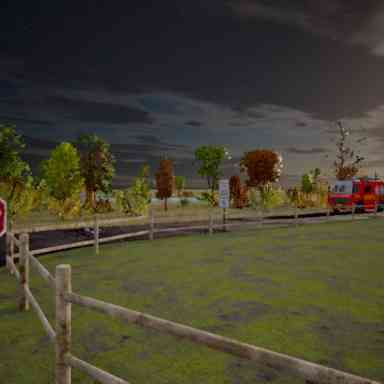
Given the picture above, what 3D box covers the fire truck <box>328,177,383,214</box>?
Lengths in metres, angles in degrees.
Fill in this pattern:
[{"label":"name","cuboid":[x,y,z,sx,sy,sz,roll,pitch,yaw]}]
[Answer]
[{"label":"fire truck","cuboid":[18.723,0.345,37.203,8.468,3.827,2.891,0,0,-37]}]
